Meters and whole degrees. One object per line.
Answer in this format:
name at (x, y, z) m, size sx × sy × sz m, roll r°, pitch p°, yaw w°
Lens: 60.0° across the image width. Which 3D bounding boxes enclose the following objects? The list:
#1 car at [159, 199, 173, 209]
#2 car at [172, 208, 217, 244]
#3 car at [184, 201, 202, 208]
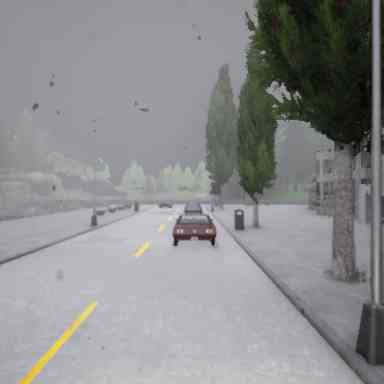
car at (-3.954, 1.757, 50.637) m, size 2.033 × 1.411 × 5.357 m, roll 0°, pitch 0°, yaw 0°
car at (0.110, 1.668, 16.033) m, size 1.895 × 1.301 × 4.718 m, roll 0°, pitch 0°, yaw 0°
car at (0.132, 1.715, 36.510) m, size 1.994 × 1.385 × 4.181 m, roll 0°, pitch 0°, yaw 0°
